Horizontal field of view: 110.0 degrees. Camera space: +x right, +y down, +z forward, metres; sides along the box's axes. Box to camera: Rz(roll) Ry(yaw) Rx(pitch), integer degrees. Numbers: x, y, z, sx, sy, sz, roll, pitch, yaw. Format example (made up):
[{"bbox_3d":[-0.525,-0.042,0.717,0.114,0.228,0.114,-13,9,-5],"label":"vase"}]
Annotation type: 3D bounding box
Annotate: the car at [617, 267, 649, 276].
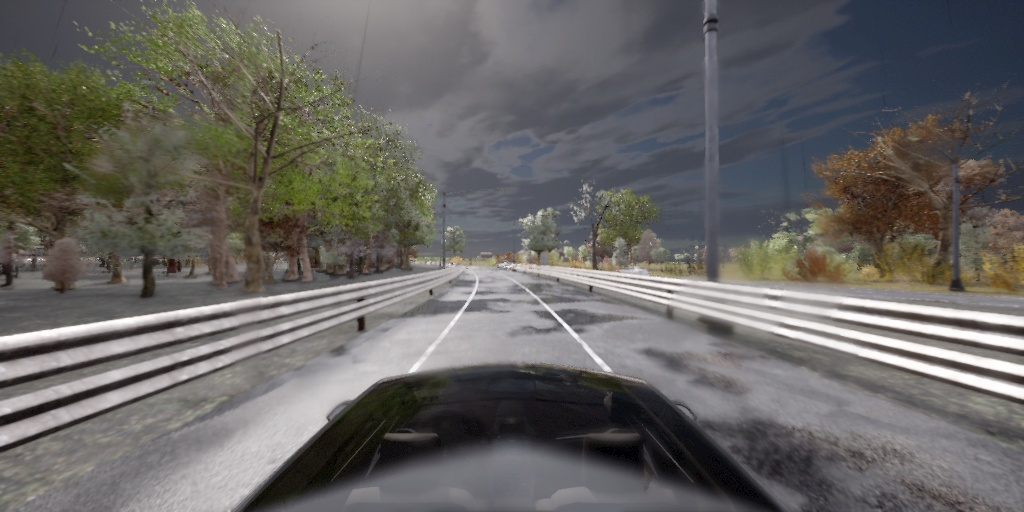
[{"bbox_3d":[15.464,2.082,46.043,1.812,1.442,4.674,0,-1,-24],"label":"car"}]
